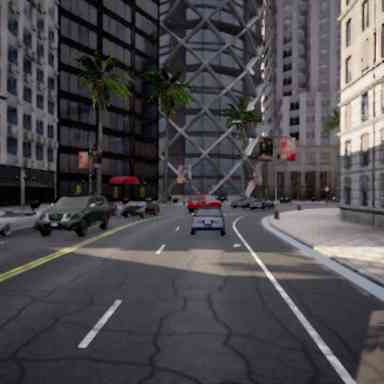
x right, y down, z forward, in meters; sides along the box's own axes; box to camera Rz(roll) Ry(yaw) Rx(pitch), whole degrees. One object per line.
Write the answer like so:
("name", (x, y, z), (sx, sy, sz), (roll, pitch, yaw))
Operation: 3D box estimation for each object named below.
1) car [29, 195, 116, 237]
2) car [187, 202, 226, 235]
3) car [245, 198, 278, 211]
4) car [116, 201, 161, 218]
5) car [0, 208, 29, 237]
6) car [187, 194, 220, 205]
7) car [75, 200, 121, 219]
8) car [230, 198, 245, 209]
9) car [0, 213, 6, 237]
("car", (-6.224, 1.175, 18.289), (2.150, 2.045, 5.566), (0, 0, 4))
("car", (0.964, 1.552, 19.060), (2.033, 1.411, 5.357), (0, 0, 4))
("car", (9.084, 1.608, 41.995), (2.033, 1.411, 5.357), (0, 0, 36))
("car", (-4.508, 1.512, 30.052), (2.033, 1.411, 5.357), (0, 0, 15))
("car", (-9.748, 1.529, 17.814), (1.895, 1.301, 4.718), (0, 0, 4))
("car", (1.391, 1.228, 35.879), (2.150, 2.045, 5.566), (0, 0, 24))
("car", (-8.183, 1.464, 29.474), (1.812, 1.442, 4.674), (0, 0, 14))
("car", (7.430, 1.596, 45.934), (2.033, 1.411, 5.357), (0, 0, 41))
("car", (-6.785, 1.455, 7.750), (1.837, 1.490, 4.892), (0, 0, 3))
